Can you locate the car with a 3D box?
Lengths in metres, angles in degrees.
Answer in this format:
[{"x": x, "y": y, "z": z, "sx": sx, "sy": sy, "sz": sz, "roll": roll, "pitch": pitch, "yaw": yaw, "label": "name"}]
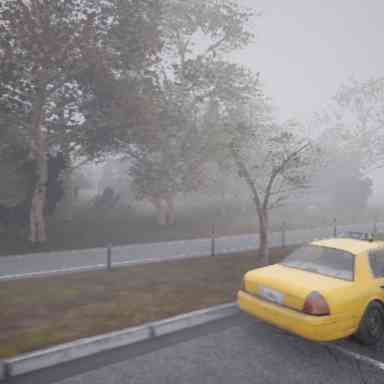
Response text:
[{"x": 3.343, "y": 1.548, "z": 6.430, "sx": 5.366, "sy": 1.575, "sz": 1.946, "roll": 0, "pitch": 0, "yaw": -33, "label": "car"}]
